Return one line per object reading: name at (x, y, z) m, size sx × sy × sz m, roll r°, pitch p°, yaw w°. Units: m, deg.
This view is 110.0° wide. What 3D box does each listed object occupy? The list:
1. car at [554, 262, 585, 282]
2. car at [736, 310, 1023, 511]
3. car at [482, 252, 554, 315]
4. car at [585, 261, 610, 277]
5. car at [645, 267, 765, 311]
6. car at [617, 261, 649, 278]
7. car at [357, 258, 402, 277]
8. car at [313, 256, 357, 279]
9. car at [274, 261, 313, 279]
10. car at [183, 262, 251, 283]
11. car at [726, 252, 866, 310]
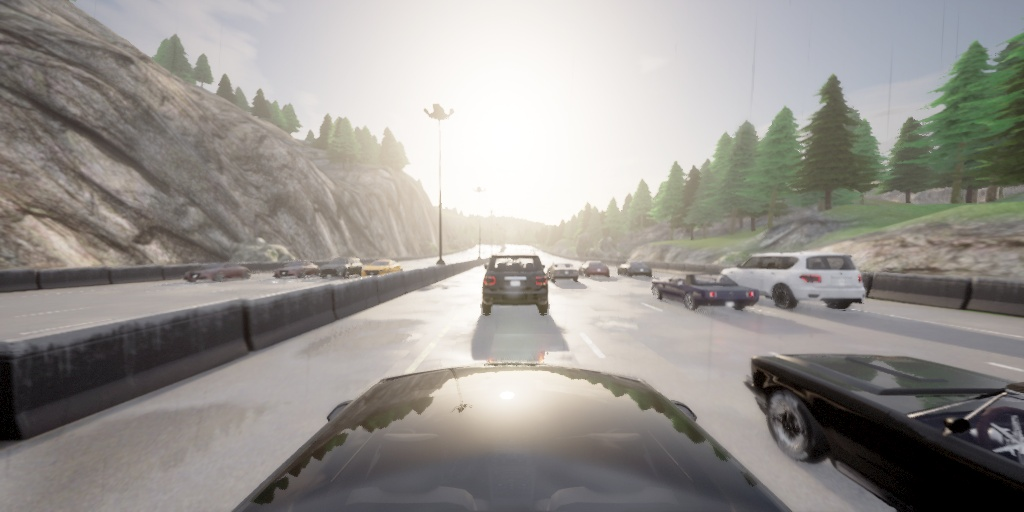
car at (3.607, 1.126, 26.200) m, size 2.033 × 1.411 × 5.357 m, roll 0°, pitch 0°, yaw 0°
car at (3.600, 1.349, 1.981) m, size 1.895 × 1.301 × 4.718 m, roll 0°, pitch 0°, yaw 0°
car at (0.103, 0.890, 13.342) m, size 2.150 × 2.045 × 5.566 m, roll 0°, pitch 0°, yaw 0°
car at (7.109, 1.107, 31.341) m, size 1.994 × 1.385 × 4.181 m, roll 0°, pitch 0°, yaw 0°
car at (7.104, 1.266, 13.893) m, size 1.895 × 1.301 × 4.718 m, roll 0°, pitch 0°, yaw 0°
car at (10.609, 1.107, 31.318) m, size 1.994 × 1.385 × 4.181 m, roll 0°, pitch 0°, yaw 0°
car at (-10.587, 1.034, 29.531) m, size 1.882 × 1.535 × 5.008 m, roll 0°, pitch 0°, yaw 0°
car at (-14.086, 0.907, 29.835) m, size 2.097 × 1.767 × 4.553 m, roll 0°, pitch 0°, yaw 0°
car at (-17.586, 1.121, 29.621) m, size 1.994 × 1.385 × 4.181 m, roll 0°, pitch 0°, yaw 0°
car at (-21.089, 1.147, 25.842) m, size 1.994 × 1.385 × 4.181 m, roll 0°, pitch 0°, yaw 0°
car at (10.603, 0.883, 14.215) m, size 2.150 × 2.045 × 5.566 m, roll 0°, pitch 0°, yaw 0°
